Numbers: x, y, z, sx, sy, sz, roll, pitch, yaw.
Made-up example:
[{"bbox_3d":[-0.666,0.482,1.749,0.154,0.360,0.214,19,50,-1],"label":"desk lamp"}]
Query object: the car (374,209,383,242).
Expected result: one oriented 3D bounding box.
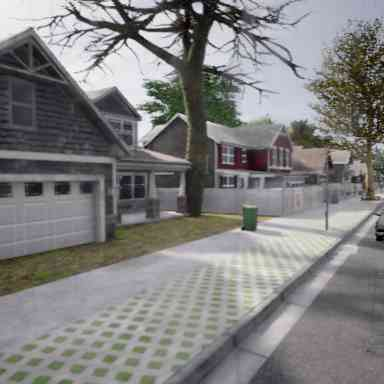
[{"bbox_3d":[8.384,1.055,13.028,2.033,1.411,5.357,1,2,33],"label":"car"}]
